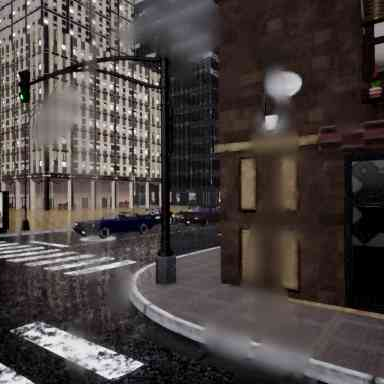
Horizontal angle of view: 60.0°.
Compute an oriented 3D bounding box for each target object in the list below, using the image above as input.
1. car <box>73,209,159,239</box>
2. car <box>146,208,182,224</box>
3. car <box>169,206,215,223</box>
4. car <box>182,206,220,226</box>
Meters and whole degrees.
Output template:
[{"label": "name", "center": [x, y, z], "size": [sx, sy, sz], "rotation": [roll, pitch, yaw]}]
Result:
[{"label": "car", "center": [-4.364, 1.835, 19.155], "size": [1.895, 1.301, 4.718], "rotation": [-1, -1, 36]}, {"label": "car", "center": [-3.134, 1.893, 25.600], "size": [2.008, 1.369, 4.403], "rotation": [-2, -2, 35]}, {"label": "car", "center": [0.059, 1.974, 30.163], "size": [2.008, 1.369, 4.403], "rotation": [-2, -2, 35]}, {"label": "car", "center": [1.259, 1.922, 27.109], "size": [2.033, 1.411, 5.357], "rotation": [-1, -1, 35]}]
